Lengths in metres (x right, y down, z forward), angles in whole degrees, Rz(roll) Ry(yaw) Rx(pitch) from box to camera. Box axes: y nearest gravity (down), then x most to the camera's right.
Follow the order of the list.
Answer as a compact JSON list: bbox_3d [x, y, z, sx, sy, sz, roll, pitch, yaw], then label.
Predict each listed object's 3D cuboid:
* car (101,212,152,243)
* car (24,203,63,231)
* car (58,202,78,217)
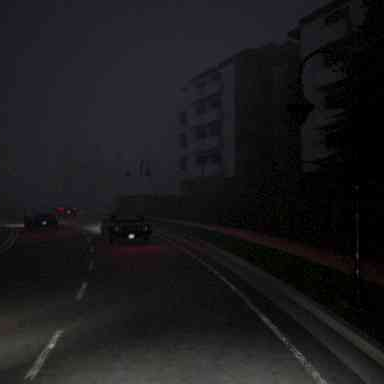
[{"bbox_3d":[-3.489,1.680,16.866,1.895,1.301,4.718,0,0,-21],"label":"car"},{"bbox_3d":[-9.887,1.657,21.800,1.812,1.442,4.674,0,0,-29],"label":"car"},{"bbox_3d":[-12.710,1.712,32.940,1.812,1.442,4.674,0,0,-32],"label":"car"}]
